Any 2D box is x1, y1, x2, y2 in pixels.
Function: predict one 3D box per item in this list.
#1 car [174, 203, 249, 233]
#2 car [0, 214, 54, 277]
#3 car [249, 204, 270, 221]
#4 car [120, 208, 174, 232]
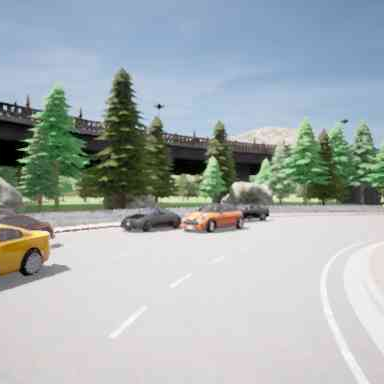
[{"bbox_3d":[1.390,1.554,21.504,2.097,1.767,4.553,0,-1,43],"label":"car"},{"bbox_3d":[-5.714,1.541,8.137,1.882,1.535,5.008,0,-1,17],"label":"car"},{"bbox_3d":[4.519,1.765,28.479,4.902,1.511,2.128,1,-1,-35],"label":"car"},{"bbox_3d":[-2.544,1.757,21.529,1.994,1.385,4.181,0,-1,41],"label":"car"}]
